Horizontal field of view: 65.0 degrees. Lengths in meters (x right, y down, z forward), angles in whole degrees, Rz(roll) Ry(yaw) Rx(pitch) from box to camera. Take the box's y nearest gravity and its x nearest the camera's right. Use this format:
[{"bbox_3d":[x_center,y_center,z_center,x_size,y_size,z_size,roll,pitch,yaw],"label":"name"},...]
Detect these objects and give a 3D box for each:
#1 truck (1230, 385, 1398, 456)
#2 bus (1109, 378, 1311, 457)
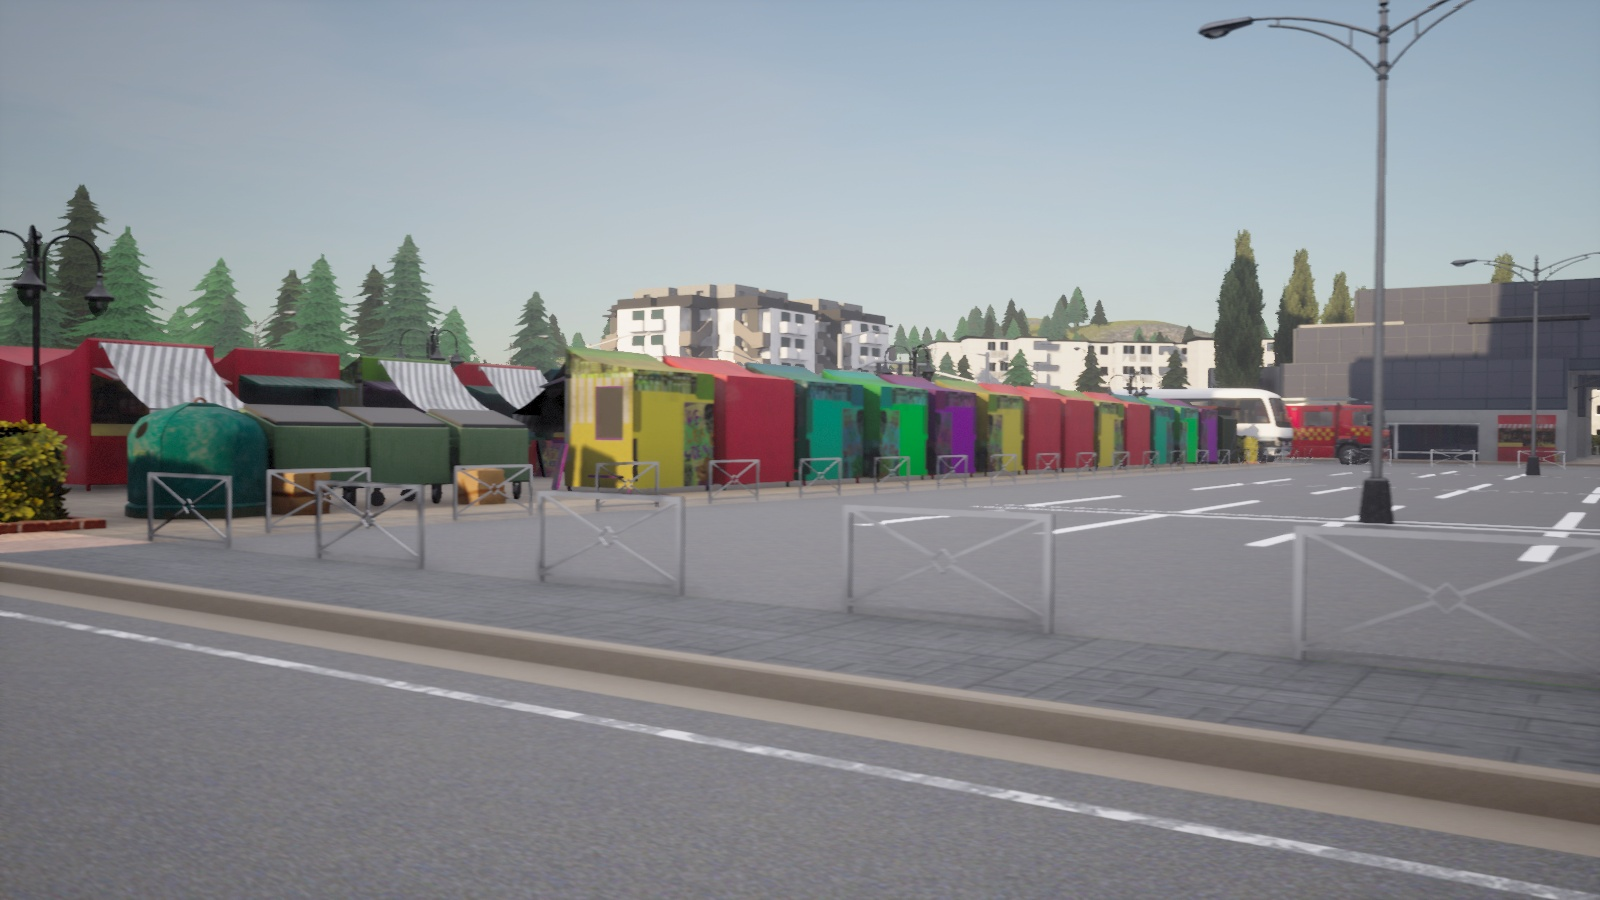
[{"bbox_3d":[29.333,-1.624,71.845,8.468,3.827,2.891,0,1,35],"label":"truck"},{"bbox_3d":[23.328,-1.781,71.822,10.273,4.253,3.944,0,1,35],"label":"bus"}]
